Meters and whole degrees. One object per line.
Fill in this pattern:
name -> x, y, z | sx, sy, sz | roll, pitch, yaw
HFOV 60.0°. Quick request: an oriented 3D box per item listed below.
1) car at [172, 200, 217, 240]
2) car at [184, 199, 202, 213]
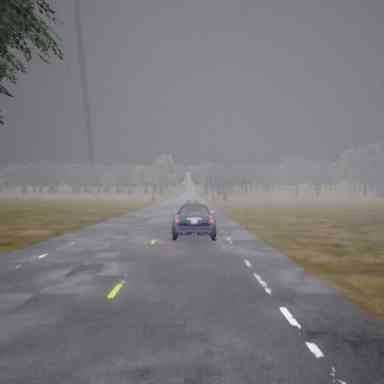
car -> 0.100, 1.358, 17.256 | 2.097, 1.767, 4.553 | 0, 0, 0
car -> 0.107, 1.571, 38.091 | 1.994, 1.385, 4.181 | 0, 0, 0
